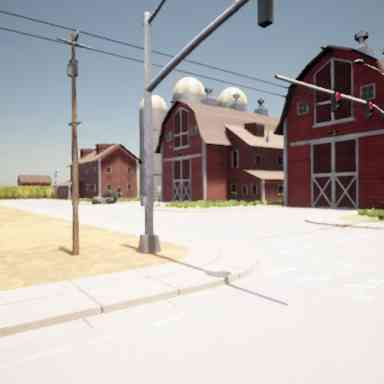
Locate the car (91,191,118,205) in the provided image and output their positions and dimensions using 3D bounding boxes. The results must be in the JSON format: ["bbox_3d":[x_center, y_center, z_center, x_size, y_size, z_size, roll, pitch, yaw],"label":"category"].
[{"bbox_3d":[-13.370,0.888,50.943,3.866,1.878,1.905,-2,6,11],"label":"car"}]
